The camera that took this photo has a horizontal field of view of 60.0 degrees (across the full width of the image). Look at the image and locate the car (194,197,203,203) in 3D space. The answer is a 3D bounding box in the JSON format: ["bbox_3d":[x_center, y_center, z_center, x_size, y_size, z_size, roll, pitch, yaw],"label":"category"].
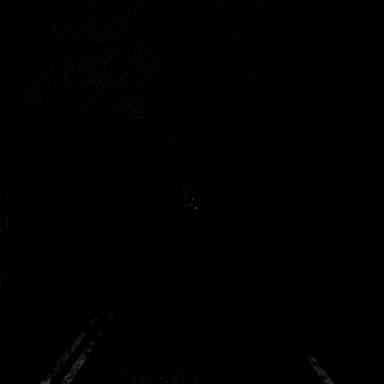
[{"bbox_3d":[1.537,1.868,80.165,1.994,1.385,4.181,0,0,2],"label":"car"}]

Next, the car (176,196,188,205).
[{"bbox_3d":[-2.138,1.908,67.180,1.895,1.301,4.718,0,0,2],"label":"car"}]

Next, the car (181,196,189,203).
[{"bbox_3d":[-1.625,1.833,83.008,1.812,1.442,4.674,0,0,2],"label":"car"}]

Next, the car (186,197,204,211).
[{"bbox_3d":[0.566,1.769,44.169,1.837,1.490,4.892,0,0,1],"label":"car"}]
